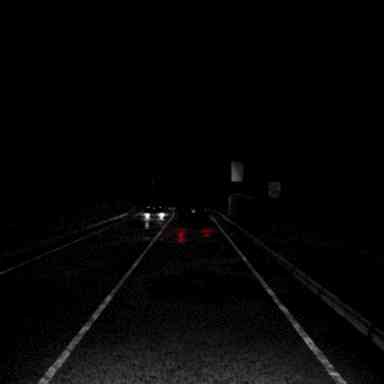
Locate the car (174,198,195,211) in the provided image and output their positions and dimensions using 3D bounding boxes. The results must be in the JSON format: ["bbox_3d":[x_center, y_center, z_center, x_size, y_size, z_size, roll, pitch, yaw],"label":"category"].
[{"bbox_3d":[-0.991,1.514,41.440,1.994,1.385,4.181,0,0,-9],"label":"car"}]

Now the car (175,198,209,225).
[{"bbox_3d":[0.095,1.320,23.931,2.097,1.767,4.553,0,0,0],"label":"car"}]

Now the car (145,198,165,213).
[{"bbox_3d":[-4.013,1.455,35.884,1.837,1.490,4.892,0,0,-5],"label":"car"}]
